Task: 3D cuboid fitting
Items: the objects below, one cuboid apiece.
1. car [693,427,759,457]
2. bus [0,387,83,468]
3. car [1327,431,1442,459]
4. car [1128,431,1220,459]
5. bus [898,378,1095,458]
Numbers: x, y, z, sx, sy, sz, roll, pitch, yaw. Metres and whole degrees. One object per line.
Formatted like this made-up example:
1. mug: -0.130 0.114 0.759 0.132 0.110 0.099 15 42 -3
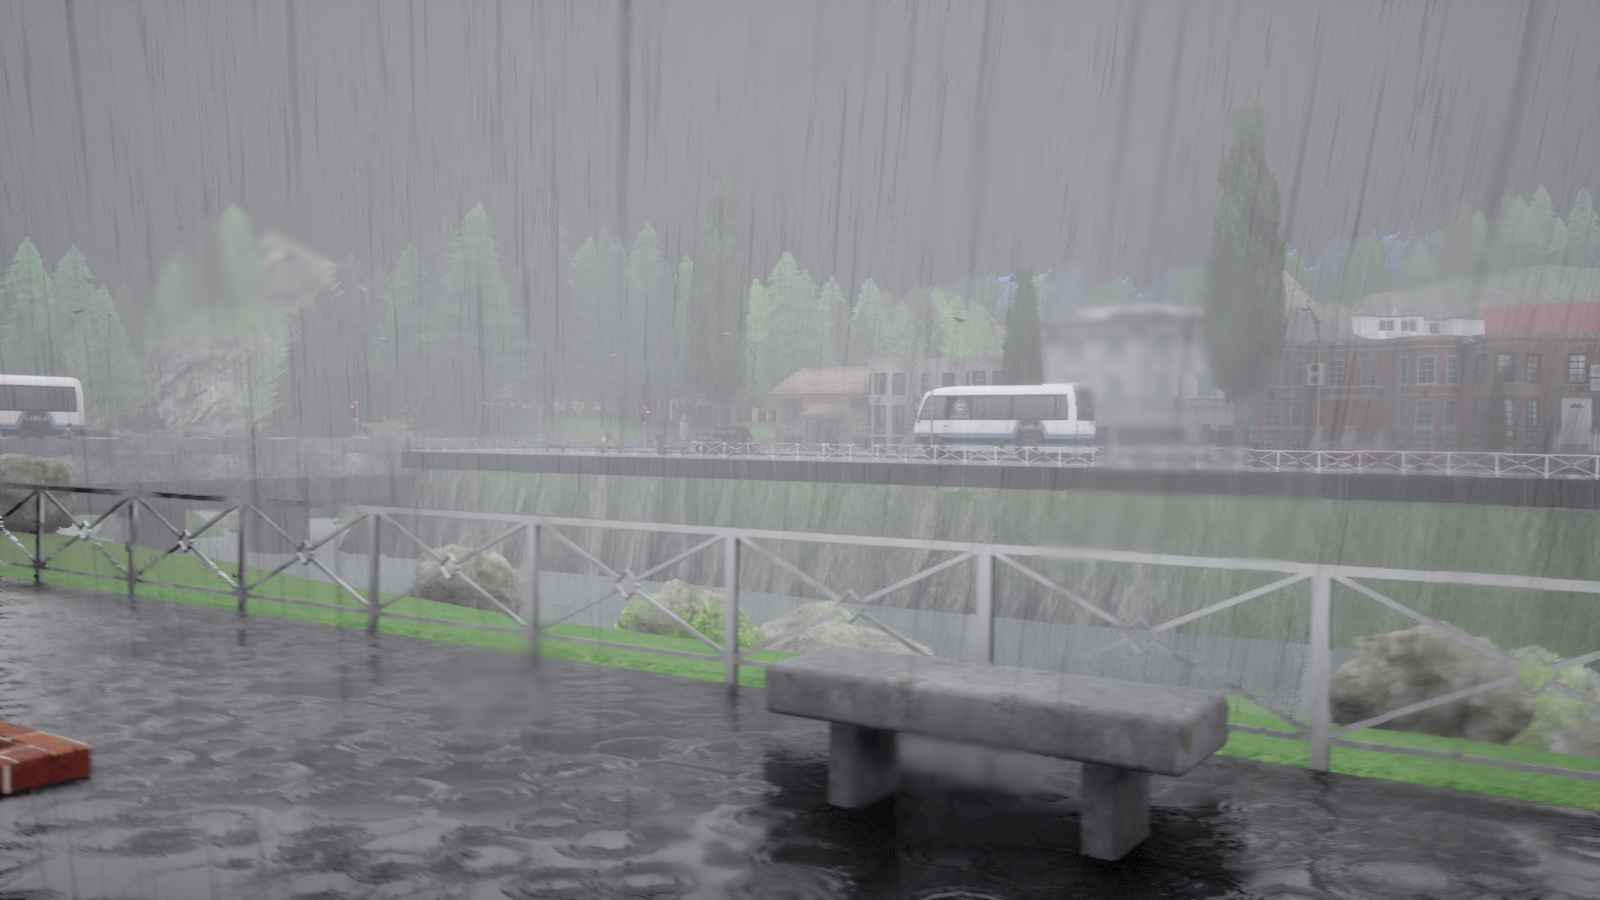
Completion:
1. car: -4.819 -0.540 81.428 3.866 1.878 1.905 0 1 34
2. bus: -44.254 -1.150 66.371 3.944 4.253 10.273 0 1 33
3. car: 27.793 -0.236 59.782 4.718 1.301 1.895 0 1 34
4. car: 19.423 -0.272 65.337 4.181 1.385 1.994 0 1 34
5. bus: 11.008 -1.712 70.897 10.273 4.253 3.944 0 1 33
